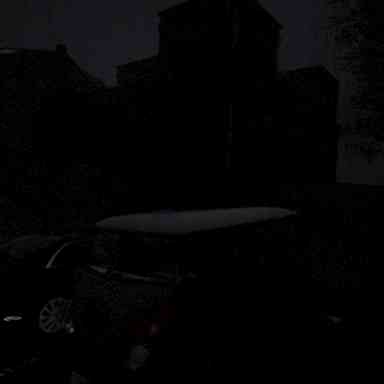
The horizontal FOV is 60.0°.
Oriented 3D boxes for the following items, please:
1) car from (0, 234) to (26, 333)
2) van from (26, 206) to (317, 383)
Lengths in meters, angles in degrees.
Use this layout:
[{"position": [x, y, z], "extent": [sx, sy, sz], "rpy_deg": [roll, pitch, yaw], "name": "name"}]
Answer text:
[{"position": [-1.988, 1.443, 6.696], "extent": [2.231, 1.521, 4.892], "rpy_deg": [1, 1, 36], "name": "car"}, {"position": [0.234, 1.246, 4.974], "extent": [1.878, 1.987, 4.442], "rpy_deg": [1, 0, 36], "name": "van"}]
